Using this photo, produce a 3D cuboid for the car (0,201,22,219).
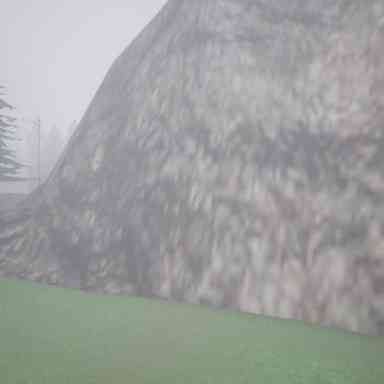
[{"bbox_3d":[-16.242,1.491,26.664,2.128,1.511,4.902,0,0,29],"label":"car"}]
